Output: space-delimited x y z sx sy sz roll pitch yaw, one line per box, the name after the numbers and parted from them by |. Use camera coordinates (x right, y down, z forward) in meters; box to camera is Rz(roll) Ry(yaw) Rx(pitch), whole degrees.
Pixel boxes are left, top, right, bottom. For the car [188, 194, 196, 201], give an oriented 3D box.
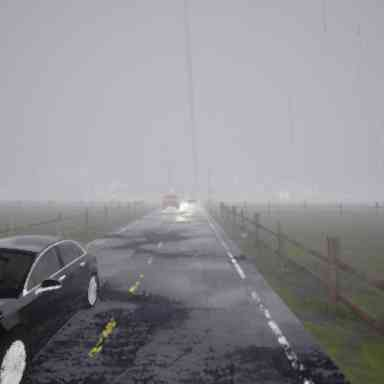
0.010 1.332 80.811 2.097 1.767 4.553 0 0 0 | car

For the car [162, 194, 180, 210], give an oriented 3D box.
-2.823 1.320 44.998 2.150 2.045 5.566 0 0 0 | car

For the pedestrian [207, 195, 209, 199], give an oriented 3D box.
2.832 1.424 59.644 0.375 1.860 0.375 0 0 4 | pedestrian

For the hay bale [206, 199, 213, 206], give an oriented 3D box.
3.133 1.779 58.544 1.220 1.180 1.240 0 0 0 | hay bale

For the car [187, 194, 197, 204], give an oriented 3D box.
0.008 1.703 66.009 2.033 1.411 5.357 0 0 0 | car

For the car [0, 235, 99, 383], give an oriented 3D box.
-2.840 1.518 5.107 1.837 1.490 4.892 0 0 0 | car
